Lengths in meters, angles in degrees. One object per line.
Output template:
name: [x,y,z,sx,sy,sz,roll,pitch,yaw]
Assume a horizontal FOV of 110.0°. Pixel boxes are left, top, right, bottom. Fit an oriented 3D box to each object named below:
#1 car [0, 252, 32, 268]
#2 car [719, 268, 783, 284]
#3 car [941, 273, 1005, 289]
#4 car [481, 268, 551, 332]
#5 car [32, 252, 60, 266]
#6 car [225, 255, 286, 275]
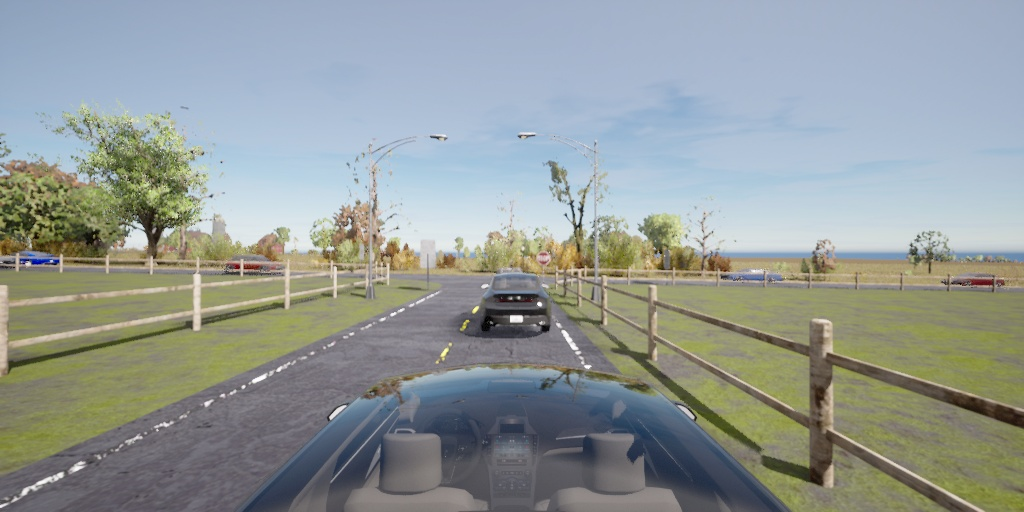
car: [-47.244,0.408,32.125,5.357,1.411,2.033,1,1,1]
car: [23.217,1.902,34.967,5.357,1.411,2.033,1,1,0]
car: [44.828,2.335,34.892,4.674,1.442,1.812,1,1,1]
car: [0.101,1.279,10.970,1.837,1.490,4.892,0,-1,0]
car: [-47.309,0.310,34.985,5.008,1.535,1.882,1,1,1]
car: [-22.796,0.745,32.051,4.553,1.767,2.097,1,1,0]
